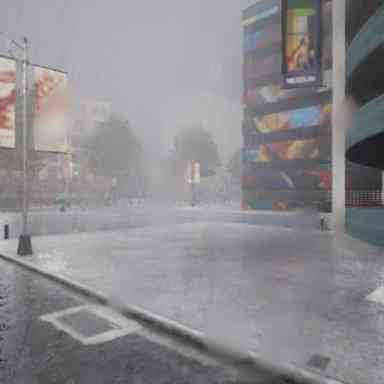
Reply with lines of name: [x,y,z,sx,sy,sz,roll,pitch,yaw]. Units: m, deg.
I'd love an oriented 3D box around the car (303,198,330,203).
car: [14.653,1.460,39.412,2.002,1.452,4.674,0,0,44]

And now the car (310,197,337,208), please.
car: [20.260,1.596,51.002,2.161,1.482,4.786,0,0,44]
